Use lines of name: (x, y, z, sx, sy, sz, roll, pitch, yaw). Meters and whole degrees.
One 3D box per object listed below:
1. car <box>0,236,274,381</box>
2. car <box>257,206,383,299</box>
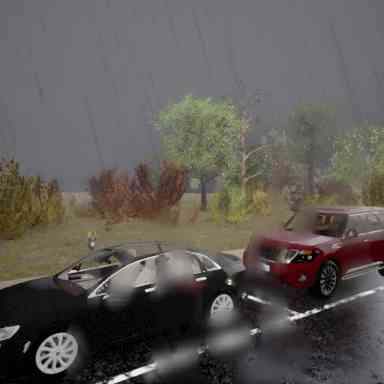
car: (-0.987, 1.551, 5.382, 4.403, 1.369, 2.008, 0, 1, -35)
car: (3.622, 1.317, 8.656, 5.009, 1.841, 2.192, 0, 1, -35)
